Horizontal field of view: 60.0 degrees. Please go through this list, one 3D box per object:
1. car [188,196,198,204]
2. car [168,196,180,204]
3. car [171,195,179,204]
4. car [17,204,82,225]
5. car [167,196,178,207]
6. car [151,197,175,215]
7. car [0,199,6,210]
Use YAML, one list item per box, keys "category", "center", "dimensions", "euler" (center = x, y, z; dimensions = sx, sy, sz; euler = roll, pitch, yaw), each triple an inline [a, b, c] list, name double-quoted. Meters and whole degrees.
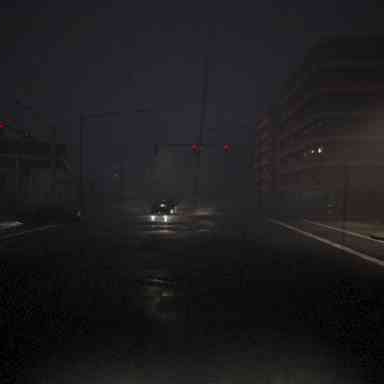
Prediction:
- category: "car"
  center: [0.260, 1.526, 65.000]
  dimensions: [1.812, 1.442, 4.674]
  euler: [0, 0, 0]
- category: "car"
  center: [-3.382, 1.564, 62.569]
  dimensions: [1.994, 1.385, 4.181]
  euler: [0, 0, 0]
- category: "car"
  center: [-3.321, 1.352, 52.551]
  dimensions: [2.097, 1.767, 4.553]
  euler: [0, 0, 0]
- category: "car"
  center: [-9.972, 1.564, 23.464]
  dimensions: [4.181, 1.385, 1.994]
  euler: [0, 0, 0]
- category: "car"
  center: [-3.248, 1.564, 43.955]
  dimensions: [1.994, 1.385, 4.181]
  euler: [0, 0, 0]
- category: "car"
  center: [-3.168, 1.547, 34.715]
  dimensions: [2.033, 1.411, 5.357]
  euler: [0, 0, -1]
- category: "car"
  center: [-24.046, 1.456, 38.922]
  dimensions: [3.806, 1.475, 1.970]
  euler: [0, 0, 1]
